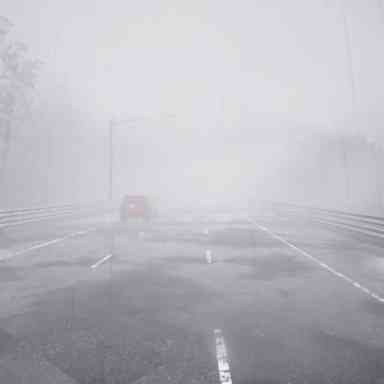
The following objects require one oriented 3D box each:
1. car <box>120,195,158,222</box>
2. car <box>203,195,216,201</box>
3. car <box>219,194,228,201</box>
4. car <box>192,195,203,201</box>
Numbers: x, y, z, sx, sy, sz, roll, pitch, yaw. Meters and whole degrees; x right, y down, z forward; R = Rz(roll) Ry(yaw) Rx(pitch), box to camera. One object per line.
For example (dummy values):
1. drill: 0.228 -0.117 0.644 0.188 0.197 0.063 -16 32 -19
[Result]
1. car: -4.098 1.231 26.290 2.150 2.045 5.566 0 0 3
2. car: 4.532 1.671 85.760 1.895 1.301 4.718 0 0 7
3. car: 8.097 1.433 86.087 2.097 1.767 4.553 0 0 7
4. car: 1.001 1.615 85.724 2.033 1.411 5.357 0 0 7
